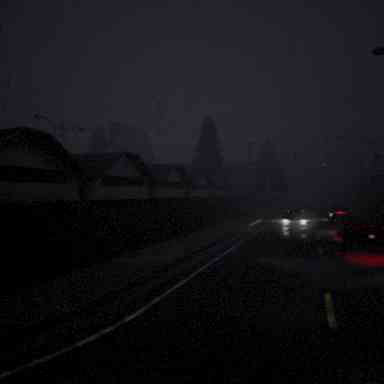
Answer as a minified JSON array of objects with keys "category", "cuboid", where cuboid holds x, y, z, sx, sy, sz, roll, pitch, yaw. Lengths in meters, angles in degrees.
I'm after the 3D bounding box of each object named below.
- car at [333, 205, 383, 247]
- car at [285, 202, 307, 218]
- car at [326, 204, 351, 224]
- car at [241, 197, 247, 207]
[{"category":"car","cuboid":[7.765,1.569,15.169,1.882,1.535,5.008,-1,-1,20]},{"category":"car","cuboid":[10.368,1.735,33.002,1.882,1.535,5.008,-1,-1,20]},{"category":"car","cuboid":[11.595,1.667,25.795,1.837,1.490,4.892,-1,-1,20]},{"category":"car","cuboid":[9.053,1.888,61.923,1.905,1.878,3.866,-1,-1,19]}]
